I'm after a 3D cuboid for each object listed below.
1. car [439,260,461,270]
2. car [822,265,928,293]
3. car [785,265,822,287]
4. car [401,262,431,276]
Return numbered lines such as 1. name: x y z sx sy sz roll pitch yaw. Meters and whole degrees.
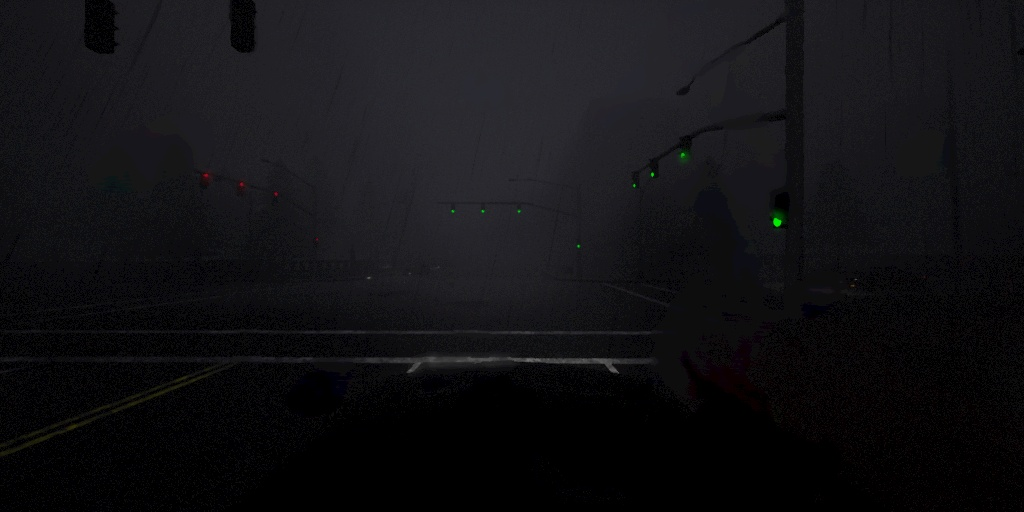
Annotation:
1. car: -9.510 1.290 53.966 2.033 1.411 5.357 0 0 1
2. car: 20.681 1.311 20.339 4.181 1.385 1.994 0 0 1
3. car: 20.743 1.311 23.839 4.181 1.385 1.994 0 0 1
4. car: -9.745 1.292 36.996 2.033 1.411 5.357 0 0 1
